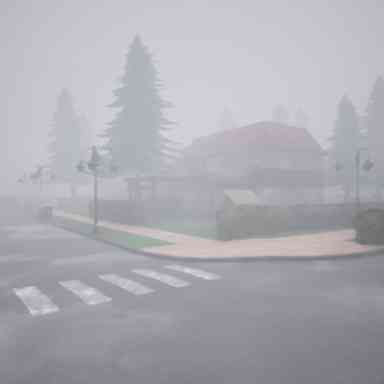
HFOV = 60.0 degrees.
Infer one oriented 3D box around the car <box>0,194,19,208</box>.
[{"bbox_3d":[-28.917,1.386,52.768,2.150,2.045,5.566,0,0,-20],"label":"car"}]
